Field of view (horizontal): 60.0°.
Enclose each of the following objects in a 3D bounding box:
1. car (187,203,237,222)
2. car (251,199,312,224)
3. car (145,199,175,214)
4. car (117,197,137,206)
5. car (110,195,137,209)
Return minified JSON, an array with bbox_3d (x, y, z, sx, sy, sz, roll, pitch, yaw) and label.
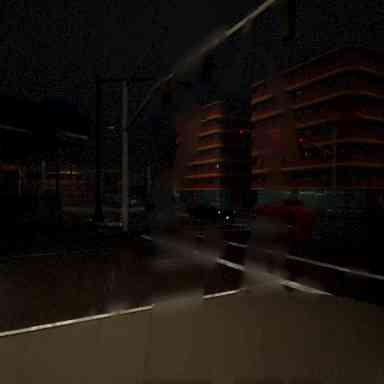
[{"bbox_3d":[1.543,1.601,26.803,1.895,1.301,4.718,0,0,-31],"label":"car"},{"bbox_3d":[6.699,1.352,25.463,2.097,1.767,4.553,0,0,-40],"label":"car"},{"bbox_3d":[-3.556,1.526,35.445,1.812,1.442,4.674,0,0,-30],"label":"car"},{"bbox_3d":[-10.840,1.601,55.076,1.895,1.301,4.718,0,0,-31],"label":"car"},{"bbox_3d":[-9.640,1.505,45.775,1.837,1.490,4.892,0,0,-31],"label":"car"}]
